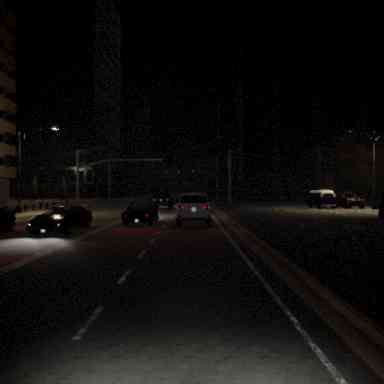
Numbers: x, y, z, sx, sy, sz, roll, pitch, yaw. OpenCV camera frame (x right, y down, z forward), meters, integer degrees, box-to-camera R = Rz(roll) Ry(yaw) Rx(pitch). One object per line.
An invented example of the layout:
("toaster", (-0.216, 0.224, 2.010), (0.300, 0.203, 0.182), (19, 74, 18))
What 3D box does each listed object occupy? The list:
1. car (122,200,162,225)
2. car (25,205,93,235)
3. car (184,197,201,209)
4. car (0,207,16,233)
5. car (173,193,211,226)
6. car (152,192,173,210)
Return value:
("car", (-3.394, 1.455, 22.643), (1.895, 1.301, 4.718), (0, 0, 0))
("car", (-7.007, 1.429, 18.309), (2.033, 1.411, 5.357), (0, 0, 0))
("car", (0.124, 1.297, 41.497), (1.994, 1.385, 4.181), (0, 0, 1))
("car", (-10.530, 1.374, 16.035), (1.882, 1.535, 5.008), (0, 0, 1))
("car", (0.107, 1.077, 22.315), (2.150, 2.045, 5.566), (0, 0, 0))
("car", (-3.400, 0.971, 39.265), (2.150, 2.045, 5.566), (0, 1, 0))
